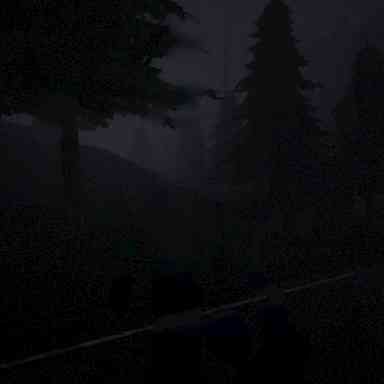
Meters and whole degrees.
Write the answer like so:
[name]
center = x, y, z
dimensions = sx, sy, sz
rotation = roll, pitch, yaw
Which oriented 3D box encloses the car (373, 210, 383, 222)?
[car]
center = 15.360, 1.615, 23.313
dimensions = 1.895, 1.301, 4.718
rotation = 0, 0, -38
